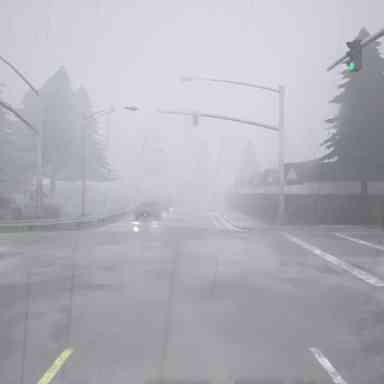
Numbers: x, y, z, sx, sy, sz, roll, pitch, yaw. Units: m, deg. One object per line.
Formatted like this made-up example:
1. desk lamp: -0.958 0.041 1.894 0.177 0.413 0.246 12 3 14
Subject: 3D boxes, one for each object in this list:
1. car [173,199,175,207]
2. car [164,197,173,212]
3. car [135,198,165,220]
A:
1. car: -3.515 1.504 48.307 1.837 1.490 4.892 0 0 2
2. car: -3.599 1.564 37.952 1.994 1.385 4.181 0 0 0
3. car: -3.603 1.505 28.038 1.837 1.490 4.892 0 0 0
